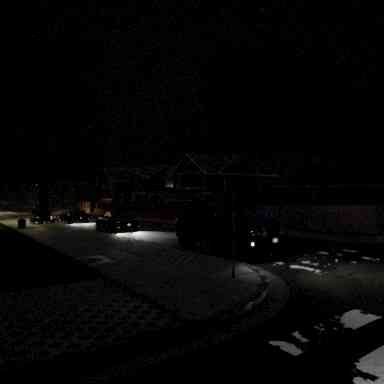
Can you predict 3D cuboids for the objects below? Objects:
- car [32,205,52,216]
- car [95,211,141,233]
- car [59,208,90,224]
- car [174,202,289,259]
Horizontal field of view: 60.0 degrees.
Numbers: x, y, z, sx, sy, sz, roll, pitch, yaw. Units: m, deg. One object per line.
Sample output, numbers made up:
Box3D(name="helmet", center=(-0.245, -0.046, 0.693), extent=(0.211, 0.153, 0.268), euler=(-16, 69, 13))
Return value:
Box3D(name="car", center=(-20.023, 2.416, 44.276), extent=(2.128, 1.511, 4.902), euler=(0, -1, -35))
Box3D(name="car", center=(-5.297, 2.021, 23.530), extent=(1.994, 1.385, 4.181), euler=(0, -1, -36))
Box3D(name="car", center=(-11.300, 2.221, 31.923), extent=(1.994, 1.385, 4.181), euler=(0, -1, -36))
Box3D(name="car", center=(1.388, 1.445, 14.176), extent=(2.150, 2.045, 5.566), euler=(0, -1, -35))
